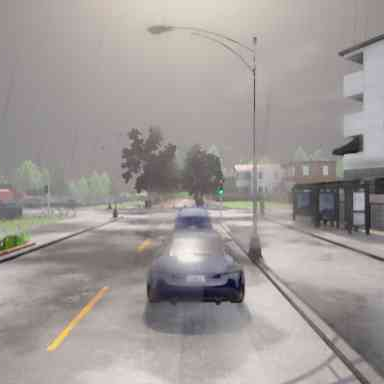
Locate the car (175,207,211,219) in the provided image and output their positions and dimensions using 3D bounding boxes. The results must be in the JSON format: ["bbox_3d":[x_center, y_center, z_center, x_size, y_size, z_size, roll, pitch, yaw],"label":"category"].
[{"bbox_3d":[0.062,1.529,18.245,1.882,1.535,5.008,0,0,0],"label":"car"}]

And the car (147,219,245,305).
[{"bbox_3d":[0.082,1.587,8.185,1.994,1.385,4.181,0,0,0],"label":"car"}]
